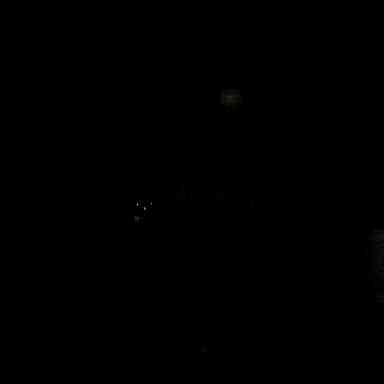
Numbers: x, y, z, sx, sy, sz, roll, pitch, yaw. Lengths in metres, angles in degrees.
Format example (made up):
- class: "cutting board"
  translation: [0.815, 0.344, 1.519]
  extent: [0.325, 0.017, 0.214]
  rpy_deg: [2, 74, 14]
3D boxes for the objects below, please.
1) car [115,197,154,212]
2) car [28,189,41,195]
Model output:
- class: "car"
  translation: [-5.467, 1.137, 31.305]
  extent: [1.895, 1.301, 4.718]
  rpy_deg: [-1, 2, -36]
- class: "car"
  translation: [-33.095, 0.160, 69.580]
  extent: [1.882, 1.535, 5.008]
  rpy_deg: [-1, 2, -36]
